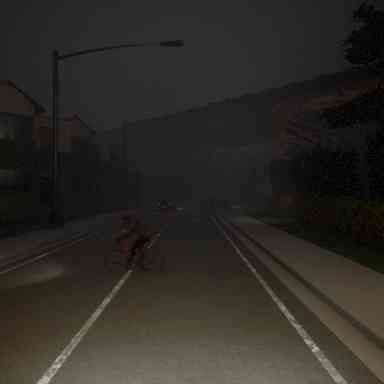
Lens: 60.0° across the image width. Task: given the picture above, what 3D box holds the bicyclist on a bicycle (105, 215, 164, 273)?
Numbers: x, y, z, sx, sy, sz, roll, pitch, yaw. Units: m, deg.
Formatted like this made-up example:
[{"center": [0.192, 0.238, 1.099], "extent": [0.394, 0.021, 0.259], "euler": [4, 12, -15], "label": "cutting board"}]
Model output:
[{"center": [-1.615, 1.453, 9.200], "extent": [1.656, 1.620, 0.582], "euler": [-2, 0, 0], "label": "bicyclist on a bicycle"}]

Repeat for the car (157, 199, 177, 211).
[{"center": [-3.019, 1.525, 40.311], "extent": [1.812, 1.442, 4.674], "euler": [0, 0, 4], "label": "car"}]

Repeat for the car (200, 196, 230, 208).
[{"center": [3.370, 1.352, 47.847], "extent": [4.553, 1.767, 2.097], "euler": [0, 0, -40], "label": "car"}]
